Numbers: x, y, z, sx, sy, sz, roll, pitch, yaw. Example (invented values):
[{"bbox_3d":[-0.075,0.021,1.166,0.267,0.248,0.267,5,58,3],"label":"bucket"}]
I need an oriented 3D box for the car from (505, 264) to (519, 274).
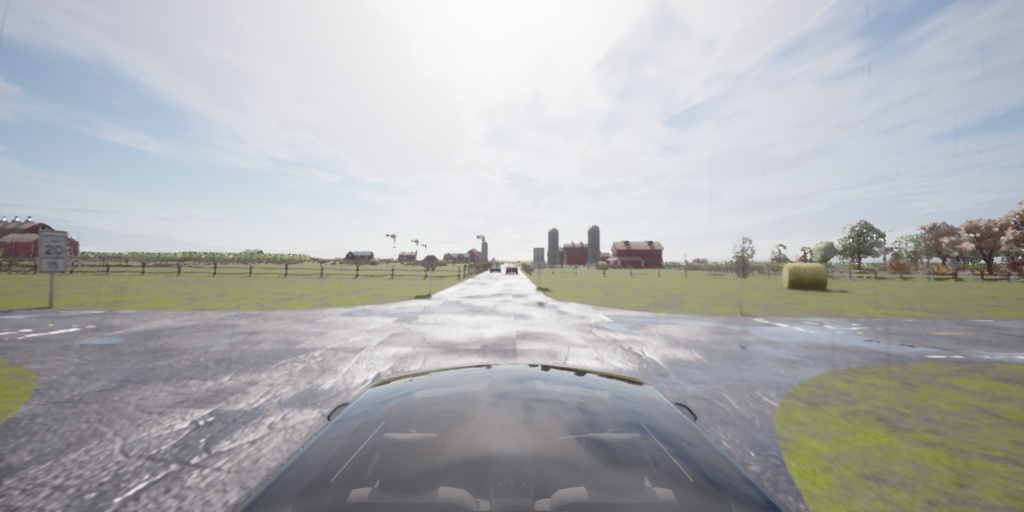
[{"bbox_3d":[-0.007,2.002,55.109,1.882,1.535,5.008,0,-1,0],"label":"car"}]

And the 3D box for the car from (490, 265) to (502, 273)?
[{"bbox_3d":[-2.760,2.211,60.945,1.895,1.301,4.718,0,-1,0],"label":"car"}]
